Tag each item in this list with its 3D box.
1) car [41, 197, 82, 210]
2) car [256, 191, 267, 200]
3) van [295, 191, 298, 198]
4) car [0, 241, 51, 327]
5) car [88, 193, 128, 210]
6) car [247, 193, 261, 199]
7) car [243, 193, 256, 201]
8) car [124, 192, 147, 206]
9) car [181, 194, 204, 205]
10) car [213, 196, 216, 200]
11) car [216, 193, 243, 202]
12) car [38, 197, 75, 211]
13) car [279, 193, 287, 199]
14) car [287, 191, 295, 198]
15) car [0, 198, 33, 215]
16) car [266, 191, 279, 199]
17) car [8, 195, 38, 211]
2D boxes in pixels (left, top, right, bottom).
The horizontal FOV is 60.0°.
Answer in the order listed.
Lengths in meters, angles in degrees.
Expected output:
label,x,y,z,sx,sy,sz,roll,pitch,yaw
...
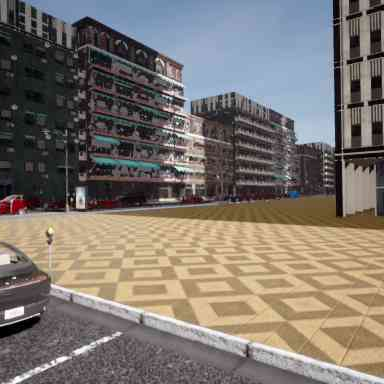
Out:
label,x,y,z,sx,sy,sz,roll,pitch,yaw
car,-16.372,1.415,41.842,1.887,1.381,4.507,-1,0,36
car,13.169,1.046,68.194,1.802,1.307,4.206,-1,0,36
van,26.177,0.654,86.072,1.690,1.788,3.998,-1,0,36
car,-4.392,1.553,6.199,4.403,1.369,2.008,0,-1,36
car,-9.598,1.186,36.909,1.967,1.590,4.097,-1,0,36
car,16.152,1.040,86.534,1.947,1.339,4.313,-1,0,36
car,9.917,1.048,63.725,1.887,1.381,4.507,-1,0,36
car,-8.957,0.981,47.639,2.150,2.045,5.566,-1,0,36
car,0.158,1.062,50.317,1.967,1.590,4.097,-1,0,36
car,6.393,1.028,73.126,1.967,1.590,4.097,-1,0,36
car,6.664,1.093,59.256,2.008,1.369,4.403,-1,0,36
car,-15.101,1.368,39.199,1.812,1.442,4.674,-1,0,36
car,19.674,0.938,77.133,2.008,1.369,4.403,-1,0,36
car,22.927,0.932,81.603,1.802,1.307,4.206,-1,0,36
car,-16.102,1.413,27.970,1.802,1.307,4.206,-1,0,36
car,16.419,0.740,72.664,2.192,1.841,5.009,-1,0,36
car,-19.627,1.228,37.372,2.192,1.841,5.009,-1,0,36
